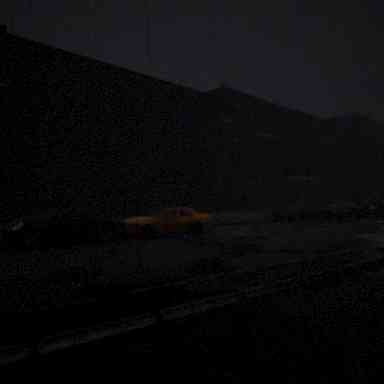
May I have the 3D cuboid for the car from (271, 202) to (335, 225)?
[{"bbox_3d":[7.812,1.465,24.134,4.892,1.521,2.231,0,0,-36],"label":"car"}]

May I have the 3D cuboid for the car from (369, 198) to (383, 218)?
[{"bbox_3d":[16.681,1.344,30.556,4.553,1.767,2.185,0,0,-36],"label":"car"}]

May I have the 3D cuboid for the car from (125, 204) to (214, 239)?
[{"bbox_3d":[-1.294,1.455,17.542,5.366,1.575,1.946,0,0,-36],"label":"car"}]

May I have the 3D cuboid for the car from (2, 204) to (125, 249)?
[{"bbox_3d":[-5.597,1.330,14.431,4.553,1.767,2.185,0,0,-36],"label":"car"}]

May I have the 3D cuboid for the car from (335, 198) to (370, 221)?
[{"bbox_3d":[12.283,1.507,27.372,4.674,1.452,2.002,0,0,-36],"label":"car"}]
